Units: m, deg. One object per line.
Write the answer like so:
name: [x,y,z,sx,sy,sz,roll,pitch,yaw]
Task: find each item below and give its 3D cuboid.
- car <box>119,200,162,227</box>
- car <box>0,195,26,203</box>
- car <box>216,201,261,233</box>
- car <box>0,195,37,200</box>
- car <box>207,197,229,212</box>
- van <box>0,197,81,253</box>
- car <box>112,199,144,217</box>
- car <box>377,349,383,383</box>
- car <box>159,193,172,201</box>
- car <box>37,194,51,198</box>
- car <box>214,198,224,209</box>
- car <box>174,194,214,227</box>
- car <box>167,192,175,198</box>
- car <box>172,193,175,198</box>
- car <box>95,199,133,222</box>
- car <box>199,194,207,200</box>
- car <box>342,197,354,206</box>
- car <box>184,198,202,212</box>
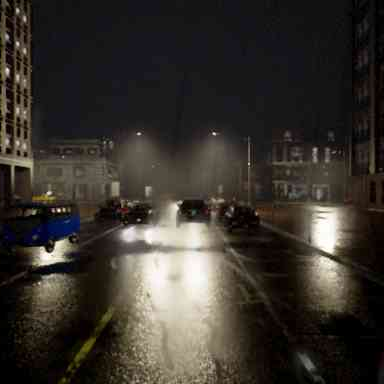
car: [-3.090,1.425,21.282,1.994,1.385,4.181,0,0,0]
car: [-30.826,1.109,56.531,4.206,1.307,1.802,0,0,1]
car: [2.691,1.429,18.587,2.008,1.369,4.403,0,0,0]
car: [-25.419,1.112,48.067,4.403,1.369,2.008,0,0,1]
car: [2.689,1.318,35.662,2.008,1.369,4.403,0,0,0]
van: [-5.687,1.257,12.909,1.690,1.788,3.998,0,0,0]
car: [-5.691,1.355,29.987,2.008,1.369,4.403,0,0,0]
car: [2.694,1.430,1.511,1.967,1.590,4.097,0,0,0]
car: [-5.697,1.140,68.064,1.802,1.307,4.206,0,0,0]
car: [-25.459,1.076,56.449,4.829,1.417,1.752,0,0,1]
car: [2.691,1.386,24.279,1.887,1.381,4.507,0,0,0]
car: [0.096,1.210,21.548,2.097,1.767,4.553,0,0,0]
car: [-5.699,0.857,90.150,1.967,1.590,4.097,0,0,0]
car: [-5.698,1.038,79.107,2.008,1.369,4.403,0,0,0]
car: [-5.689,1.282,24.294,1.967,1.590,4.097,0,0,0]
car: [2.682,1.069,79.094,1.802,1.307,4.206,0,0,0]
car: [23.639,1.372,47.286,4.206,1.307,1.802,0,0,1]
car: [0.086,1.361,36.734,1.895,1.301,4.718,0,0,0]
